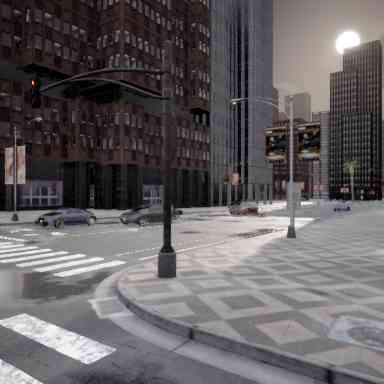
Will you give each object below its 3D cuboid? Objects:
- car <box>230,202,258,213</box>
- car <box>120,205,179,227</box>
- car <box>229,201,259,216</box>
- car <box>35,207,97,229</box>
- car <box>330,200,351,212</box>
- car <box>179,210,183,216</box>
[{"bbox_3d":[7.371,2.149,46.932,1.837,1.490,4.892,0,-1,36],"label":"car"},{"bbox_3d":[-3.477,1.809,26.031,1.837,1.490,4.892,0,-1,35],"label":"car"},{"bbox_3d":[6.293,1.903,39.823,2.097,1.767,4.553,0,-1,35],"label":"car"},{"bbox_3d":[-8.954,1.794,23.914,1.994,1.385,4.181,0,-1,35],"label":"car"},{"bbox_3d":[24.270,2.431,53.657,2.033,1.411,5.357,0,-1,34],"label":"car"},{"bbox_3d":[-2.959,1.982,32.399,1.895,1.301,4.718,0,-1,35],"label":"car"}]
